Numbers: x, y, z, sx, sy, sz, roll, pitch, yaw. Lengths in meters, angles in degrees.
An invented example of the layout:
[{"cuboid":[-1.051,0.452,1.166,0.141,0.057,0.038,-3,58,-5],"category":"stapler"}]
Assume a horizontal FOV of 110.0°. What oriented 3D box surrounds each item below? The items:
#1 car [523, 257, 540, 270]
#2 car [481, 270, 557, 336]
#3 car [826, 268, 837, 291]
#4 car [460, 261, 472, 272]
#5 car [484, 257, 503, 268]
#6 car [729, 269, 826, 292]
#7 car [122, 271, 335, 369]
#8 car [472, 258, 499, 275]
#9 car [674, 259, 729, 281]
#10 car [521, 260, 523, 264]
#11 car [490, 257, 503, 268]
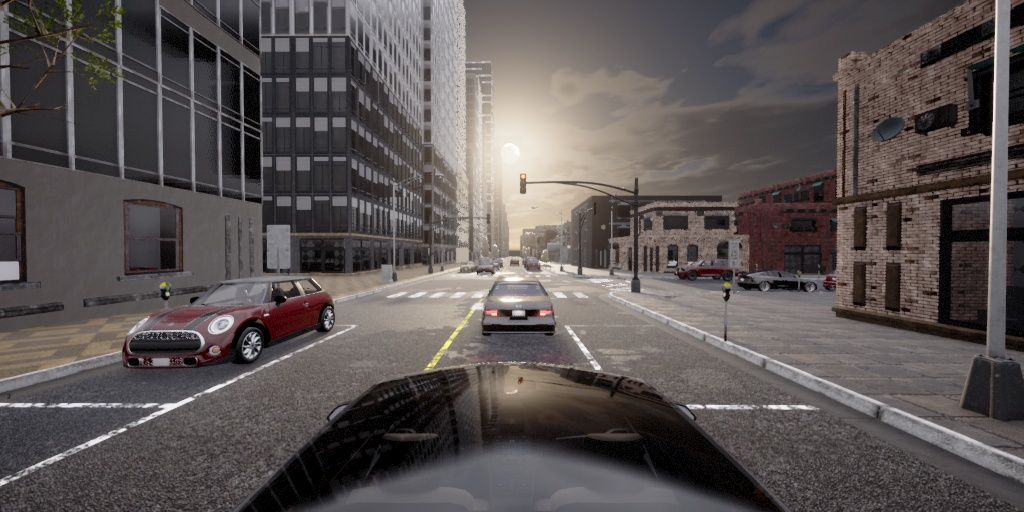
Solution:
[{"cuboid":[3.023,1.178,51.265,1.967,1.591,4.097,0,0,0],"category":"car"},{"cuboid":[0.157,1.295,10.350,2.033,1.411,5.357,0,0,0],"category":"car"},{"cuboid":[22.097,1.473,22.403,4.097,1.591,1.967,0,0,1],"category":"car"},{"cuboid":[-5.534,1.264,45.564,1.751,1.417,4.829,0,0,0],"category":"car"},{"cuboid":[-2.761,1.285,51.554,2.033,1.411,5.357,0,0,0],"category":"car"},{"cuboid":[16.550,1.546,22.512,4.313,1.339,1.948,0,0,1],"category":"car"},{"cuboid":[-5.654,1.188,7.786,1.967,1.591,4.097,0,0,0],"category":"car"},{"cuboid":[-2.844,1.288,39.753,2.033,1.411,5.357,0,0,0],"category":"car"},{"cuboid":[16.713,1.163,30.889,5.009,1.841,2.192,0,0,1],"category":"car"},{"cuboid":[3.099,1.050,62.553,2.192,1.841,5.009,0,0,0],"category":"car"},{"cuboid":[-2.653,1.088,62.651,2.097,1.767,4.553,0,0,1],"category":"car"}]
